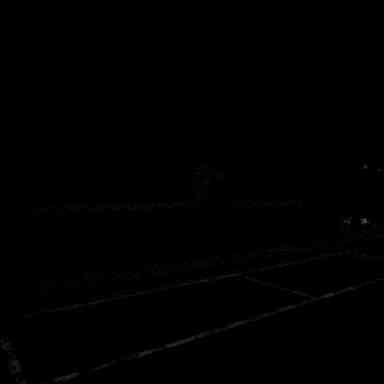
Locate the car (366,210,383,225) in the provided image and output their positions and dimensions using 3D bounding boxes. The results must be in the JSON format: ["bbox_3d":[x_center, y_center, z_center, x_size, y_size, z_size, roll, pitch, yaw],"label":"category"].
[{"bbox_3d":[13.768,1.543,21.831,1.994,1.385,4.181,0,0,-28],"label":"car"}]

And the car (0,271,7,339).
[{"bbox_3d":[-4.634,1.315,3.228,5.009,1.841,2.192,0,0,-36],"label":"car"}]
